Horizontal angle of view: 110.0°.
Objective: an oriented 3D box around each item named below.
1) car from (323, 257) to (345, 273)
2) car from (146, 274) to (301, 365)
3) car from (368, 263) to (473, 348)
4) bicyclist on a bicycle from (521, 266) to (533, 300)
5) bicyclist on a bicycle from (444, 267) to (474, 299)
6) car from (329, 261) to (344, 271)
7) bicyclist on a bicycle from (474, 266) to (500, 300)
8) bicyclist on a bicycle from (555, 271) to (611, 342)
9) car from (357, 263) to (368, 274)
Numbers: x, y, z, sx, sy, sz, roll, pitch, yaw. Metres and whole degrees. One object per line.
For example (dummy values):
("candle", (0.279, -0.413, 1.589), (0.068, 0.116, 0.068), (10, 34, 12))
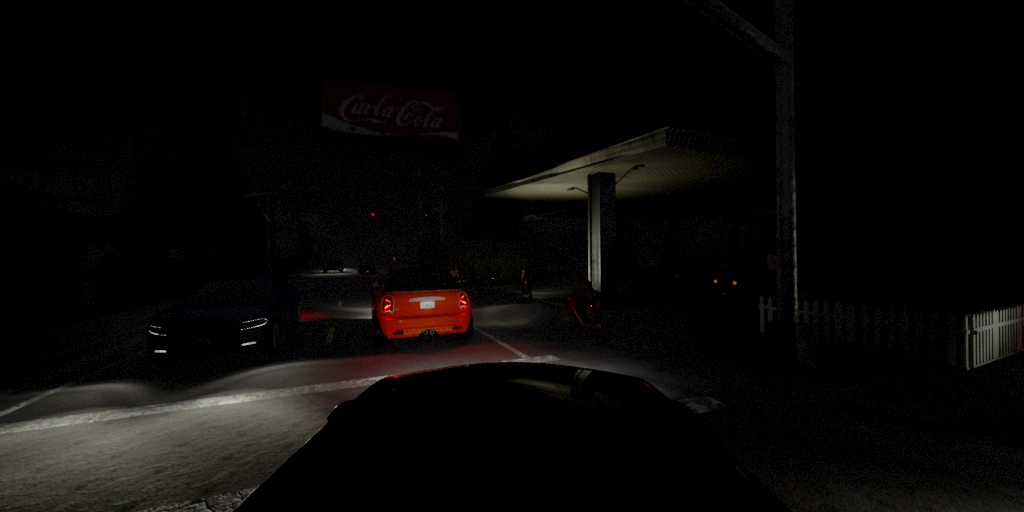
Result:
("car", (-23.808, 1.169, 47.775), (2.150, 2.045, 5.566), (0, 0, -25))
("car", (-6.274, 1.209, 8.381), (1.882, 1.535, 5.008), (0, 0, -23))
("car", (-2.563, 1.051, 9.459), (2.097, 1.767, 4.553), (0, 0, -22))
("bicyclist on a bicycle", (0.753, 1.325, 17.890), (0.582, 1.620, 1.656), (-1, 0, 16))
("bicyclist on a bicycle", (-2.660, 1.309, 16.385), (1.656, 1.620, 0.582), (1, 0, 37))
("car", (-27.715, 1.522, 56.680), (1.812, 1.442, 4.674), (0, 0, -23))
("bicyclist on a bicycle", (-1.356, 1.335, 17.770), (1.656, 1.620, 0.582), (0, 0, -21))
("bicyclist on a bicycle", (1.687, 1.197, 8.683), (0.582, 1.620, 1.656), (3, -2, -43))
("car", (-17.833, 1.488, 43.816), (1.895, 1.301, 4.718), (0, 0, -26))
